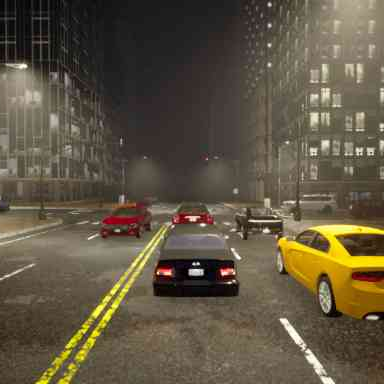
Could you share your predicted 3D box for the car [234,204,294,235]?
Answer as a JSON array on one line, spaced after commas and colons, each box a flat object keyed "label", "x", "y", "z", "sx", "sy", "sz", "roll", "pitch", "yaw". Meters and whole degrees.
[{"label": "car", "x": 3.277, "y": 1.482, "z": 16.864, "sx": 2.128, "sy": 1.511, "sz": 4.902, "roll": 0, "pitch": 0, "yaw": 1}]

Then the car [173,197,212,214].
[{"label": "car", "x": 0.033, "y": 1.342, "z": 18.034, "sx": 2.097, "sy": 1.767, "sz": 4.553, "roll": 0, "pitch": 0, "yaw": 0}]

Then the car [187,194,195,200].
[{"label": "car", "x": -0.345, "y": 1.291, "z": 89.797, "sx": 1.994, "sy": 1.385, "sz": 4.181, "roll": 0, "pitch": 0, "yaw": 0}]

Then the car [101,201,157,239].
[{"label": "car", "x": -3.278, "y": 1.467, "z": 17.434, "sx": 1.882, "sy": 1.535, "sz": 5.008, "roll": 0, "pitch": 0, "yaw": 2}]

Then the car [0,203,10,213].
[{"label": "car", "x": -20.035, "y": 1.316, "z": 31.696, "sx": 5.008, "sy": 1.535, "sz": 1.882, "roll": 1, "pitch": 1, "yaw": 1}]

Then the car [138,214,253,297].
[{"label": "car", "x": 0.066, "y": 1.543, "z": 8.719, "sx": 2.033, "sy": 1.411, "sz": 5.357, "roll": 0, "pitch": 0, "yaw": 0}]

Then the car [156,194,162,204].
[{"label": "car", "x": -6.795, "y": 1.554, "z": 57.551, "sx": 1.895, "sy": 1.301, "sz": 4.718, "roll": 0, "pitch": 0, "yaw": 0}]

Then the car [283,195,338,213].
[{"label": "car", "x": 12.123, "y": 1.295, "z": 34.487, "sx": 5.566, "sy": 2.045, "sz": 2.150, "roll": 0, "pitch": 1, "yaw": 1}]

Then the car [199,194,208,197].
[{"label": "car", "x": 2.945, "y": 1.269, "z": 79.743, "sx": 2.097, "sy": 1.767, "sz": 4.553, "roll": 0, "pitch": 0, "yaw": 0}]

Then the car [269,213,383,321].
[{"label": "car", "x": 3.323, "y": 1.474, "z": 7.447, "sx": 1.882, "sy": 1.535, "sz": 5.008, "roll": 0, "pitch": 0, "yaw": 0}]

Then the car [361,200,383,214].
[{"label": "car", "x": 21.669, "y": 1.641, "z": 36.960, "sx": 4.829, "sy": 1.417, "sz": 1.752, "roll": 1, "pitch": 0, "yaw": 1}]

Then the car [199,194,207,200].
[{"label": "car", "x": 2.905, "y": 1.291, "z": 89.808, "sx": 1.994, "sy": 1.385, "sz": 4.181, "roll": 0, "pitch": 0, "yaw": 0}]

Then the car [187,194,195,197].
[{"label": "car", "x": -0.306, "y": 1.466, "z": 79.761, "sx": 1.994, "sy": 1.385, "sz": 4.181, "roll": 0, "pitch": 0, "yaw": 0}]

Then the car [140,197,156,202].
[{"label": "car", "x": -6.785, "y": 1.565, "z": 48.378, "sx": 1.895, "sy": 1.301, "sz": 4.718, "roll": 0, "pitch": 0, "yaw": 0}]

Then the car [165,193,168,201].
[{"label": "car", "x": -6.801, "y": 1.150, "z": 78.305, "sx": 2.150, "sy": 2.045, "sz": 5.566, "roll": 0, "pitch": 0, "yaw": 0}]

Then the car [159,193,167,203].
[{"label": "car", "x": -6.778, "y": 1.504, "z": 67.556, "sx": 1.994, "sy": 1.385, "sz": 4.181, "roll": 0, "pitch": 0, "yaw": 0}]

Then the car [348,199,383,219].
[{"label": "car", "x": 16.092, "y": 1.518, "z": 28.652, "sx": 5.009, "sy": 1.841, "sz": 2.192, "roll": 1, "pitch": 0, "yaw": 1}]
